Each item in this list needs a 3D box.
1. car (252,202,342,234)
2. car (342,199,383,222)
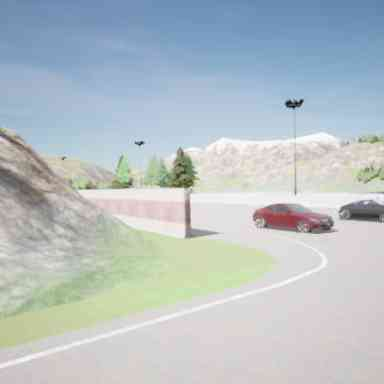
[{"bbox_3d":[5.301,1.308,18.034,1.812,1.442,4.674,-2,1,-35],"label":"car"},{"bbox_3d":[11.606,1.148,21.267,1.994,1.385,4.181,-2,1,-36],"label":"car"}]
